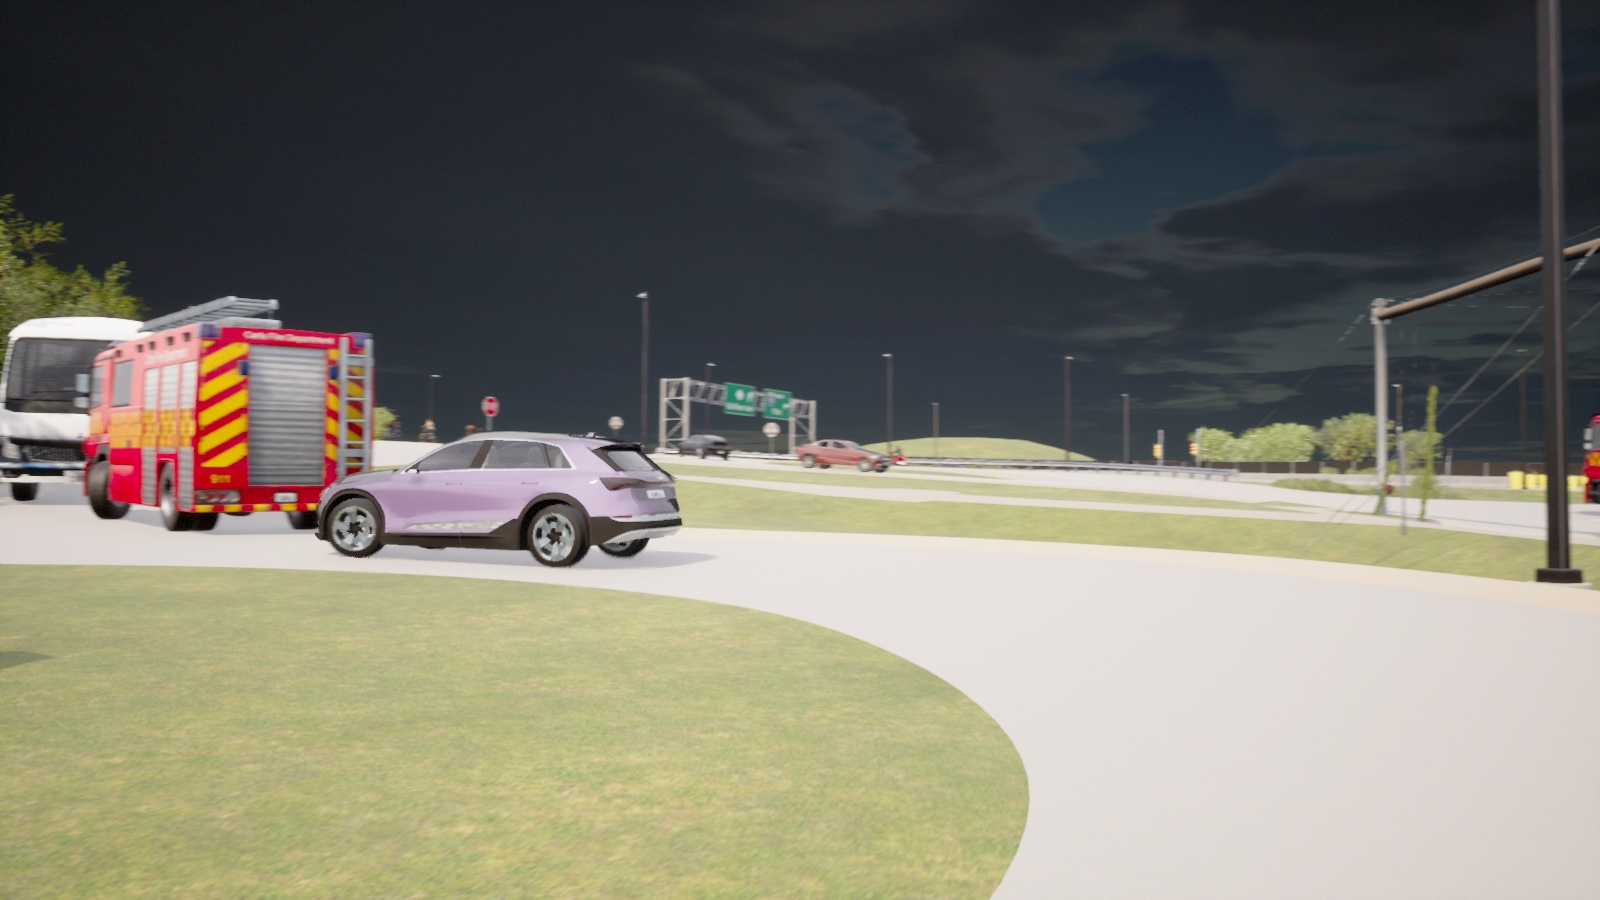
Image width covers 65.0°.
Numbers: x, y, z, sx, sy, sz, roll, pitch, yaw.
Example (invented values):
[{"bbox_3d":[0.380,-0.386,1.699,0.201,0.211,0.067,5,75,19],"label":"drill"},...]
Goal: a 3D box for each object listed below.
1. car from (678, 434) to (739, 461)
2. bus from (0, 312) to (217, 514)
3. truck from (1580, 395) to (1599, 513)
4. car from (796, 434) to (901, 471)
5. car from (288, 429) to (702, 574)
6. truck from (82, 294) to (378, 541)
[{"bbox_3d":[-5.620,-0.175,76.747,1.837,1.490,4.892,2,1,-28],"label":"car"},{"bbox_3d":[-17.317,-1.057,31.833,3.944,4.253,10.273,1,3,-21],"label":"bus"},{"bbox_3d":[27.372,0.116,37.676,2.891,3.827,8.468,0,0,2],"label":"truck"},{"bbox_3d":[2.562,0.119,66.672,5.027,1.651,2.152,3,0,29],"label":"car"},{"bbox_3d":[-3.908,0.593,16.214,4.856,1.649,2.033,1,0,20],"label":"car"},{"bbox_3d":[-11.004,-0.493,23.639,2.891,3.827,8.468,1,-1,-40],"label":"truck"}]
